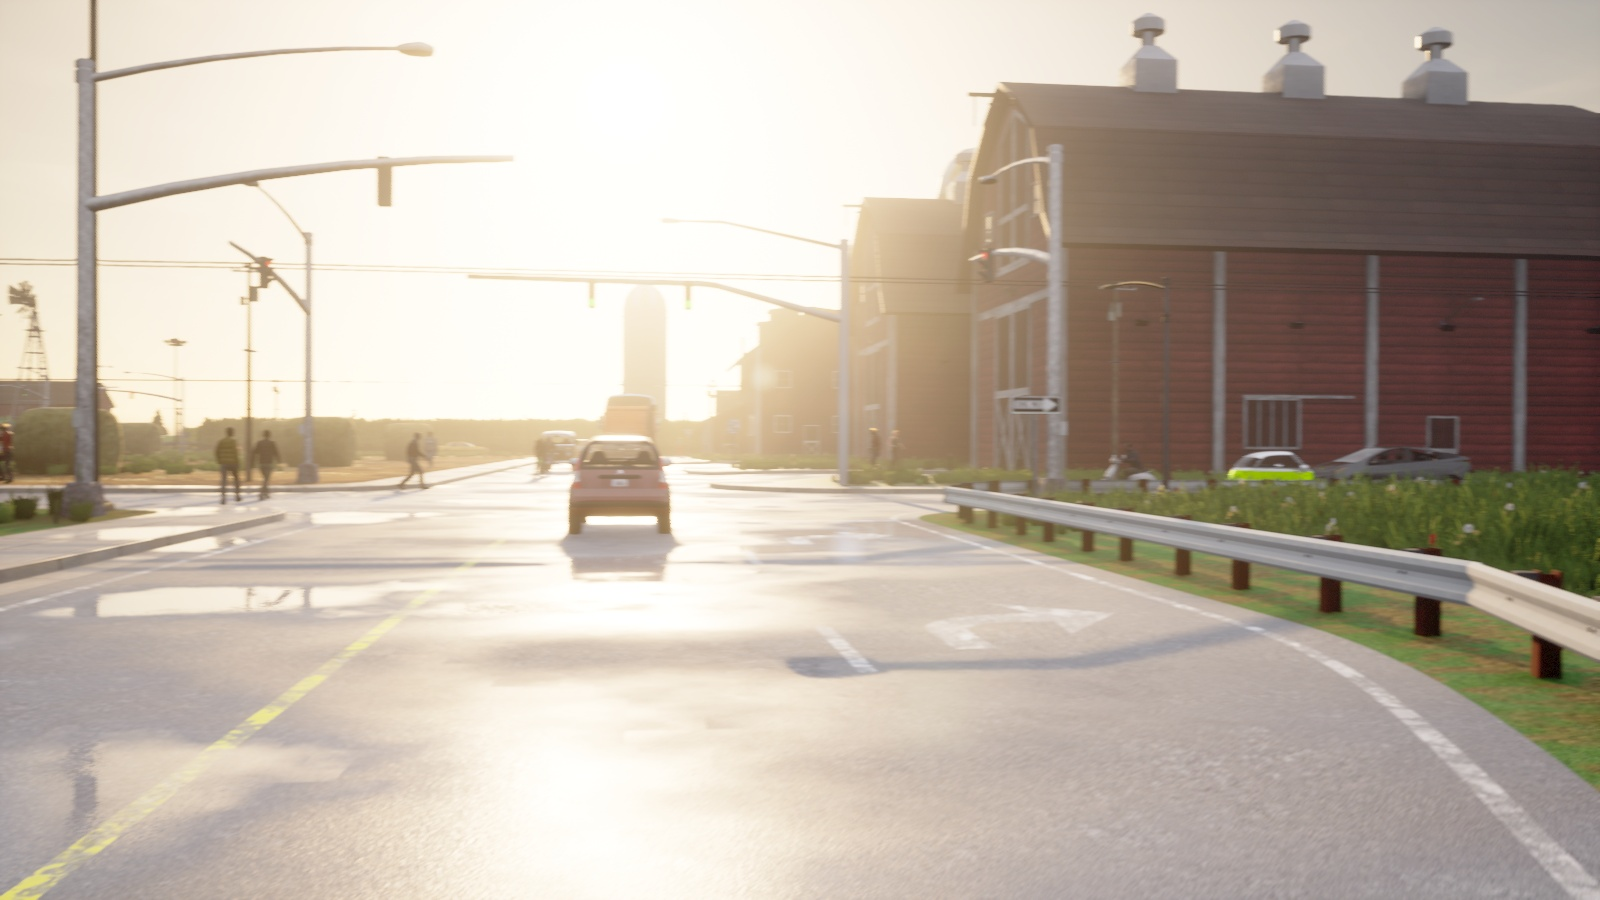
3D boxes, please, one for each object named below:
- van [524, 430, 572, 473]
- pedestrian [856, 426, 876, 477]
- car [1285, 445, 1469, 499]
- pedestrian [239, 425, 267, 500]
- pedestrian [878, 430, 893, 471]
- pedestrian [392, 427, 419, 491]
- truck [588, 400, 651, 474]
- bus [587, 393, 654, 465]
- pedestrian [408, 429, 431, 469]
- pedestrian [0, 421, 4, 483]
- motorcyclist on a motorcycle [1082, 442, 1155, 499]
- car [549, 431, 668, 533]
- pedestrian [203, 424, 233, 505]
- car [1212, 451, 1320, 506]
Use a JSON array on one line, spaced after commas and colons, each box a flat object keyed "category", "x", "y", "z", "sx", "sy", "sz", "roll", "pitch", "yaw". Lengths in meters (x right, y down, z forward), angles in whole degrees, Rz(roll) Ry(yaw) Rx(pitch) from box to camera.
[{"category": "van", "x": -12.493, "y": 0.044, "z": 62.410, "sx": 2.069, "sy": 2.038, "sz": 4.480, "roll": 0, "pitch": 0, "yaw": -8}, {"category": "pedestrian", "x": 2.392, "y": 0.044, "z": 45.849, "sx": 0.636, "sy": 1.846, "sz": 0.331, "roll": 0, "pitch": 0, "yaw": -27}, {"category": "car", "x": 16.804, "y": 0.619, "z": 36.691, "sx": 4.514, "sy": 1.525, "sz": 2.007, "roll": 0, "pitch": 0, "yaw": -7}, {"category": "pedestrian", "x": -13.616, "y": 0.309, "z": 31.259, "sx": 0.431, "sy": 1.840, "sz": 0.703, "roll": 0, "pitch": 0, "yaw": -5}, {"category": "pedestrian", "x": 3.834, "y": 0.013, "z": 56.290, "sx": 0.345, "sy": 1.836, "sz": 0.594, "roll": 0, "pitch": 0, "yaw": -33}, {"category": "pedestrian", "x": -11.679, "y": 0.265, "z": 37.153, "sx": 0.720, "sy": 1.854, "sz": 0.376, "roll": 0, "pitch": 0, "yaw": -25}, {"category": "truck", "x": -9.088, "y": -0.645, "z": 63.366, "sx": 2.891, "sy": 3.462, "sz": 7.936, "roll": 0, "pitch": 0, "yaw": -8}, {"category": "bus", "x": -11.336, "y": -1.176, "z": 79.482, "sx": 3.944, "sy": 4.253, "sz": 10.273, "roll": 0, "pitch": 0, "yaw": -8}, {"category": "pedestrian", "x": -17.997, "y": -0.051, "z": 59.377, "sx": 0.874, "sy": 1.855, "sz": 0.900, "roll": 0, "pitch": 0, "yaw": -5}, {"category": "pedestrian", "x": -23.963, "y": 0.054, "z": 37.144, "sx": 0.636, "sy": 1.846, "sz": 0.331, "roll": 0, "pitch": 0, "yaw": -2}, {"category": "motorcyclist on a motorcycle", "x": 9.053, "y": 0.584, "z": 35.753, "sx": 1.817, "sy": 1.590, "sz": 0.866, "roll": 0, "pitch": 0, "yaw": -7}, {"category": "car", "x": -3.315, "y": 0.502, "z": 21.925, "sx": 1.851, "sy": 1.617, "sz": 3.988, "roll": 0, "pitch": 0, "yaw": -8}, {"category": "pedestrian", "x": -13.247, "y": 0.324, "z": 28.578, "sx": 0.370, "sy": 1.835, "sz": 0.726, "roll": 0, "pitch": 0, "yaw": -3}, {"category": "car", "x": 12.074, "y": 0.721, "z": 32.603, "sx": 2.207, "sy": 1.376, "sz": 1.481, "roll": 0, "pitch": 0, "yaw": -7}]
